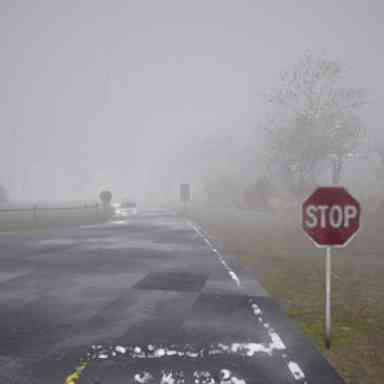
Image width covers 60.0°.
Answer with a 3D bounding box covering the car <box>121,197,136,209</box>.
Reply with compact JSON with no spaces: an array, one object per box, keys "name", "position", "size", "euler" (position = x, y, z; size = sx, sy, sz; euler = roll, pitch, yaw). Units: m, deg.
[{"name":"car","position":[-9.001,1.488,46.910],"size":[1.882,1.535,5.008],"euler":[0,0,-15]}]
